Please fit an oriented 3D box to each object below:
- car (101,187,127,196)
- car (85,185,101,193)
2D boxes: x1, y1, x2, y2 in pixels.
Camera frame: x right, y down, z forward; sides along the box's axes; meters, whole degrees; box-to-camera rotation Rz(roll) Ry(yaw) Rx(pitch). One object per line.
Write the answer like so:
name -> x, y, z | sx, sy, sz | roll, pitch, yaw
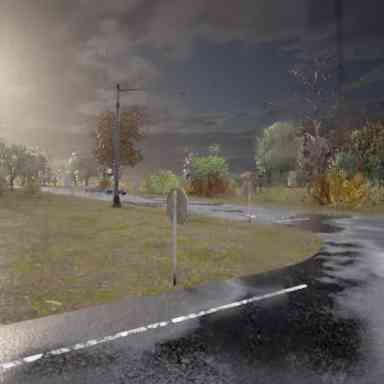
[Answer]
car -> -11.943, -0.128, 51.694 | 1.895, 1.301, 4.718 | 0, 2, -36
car -> -17.759, -0.559, 59.792 | 2.128, 1.511, 4.902 | 0, 2, -36
